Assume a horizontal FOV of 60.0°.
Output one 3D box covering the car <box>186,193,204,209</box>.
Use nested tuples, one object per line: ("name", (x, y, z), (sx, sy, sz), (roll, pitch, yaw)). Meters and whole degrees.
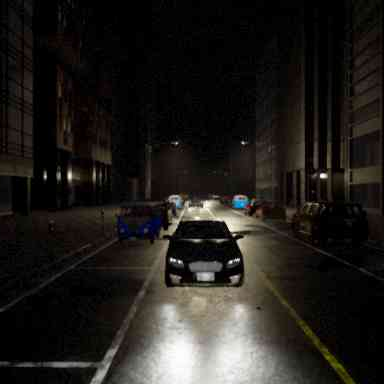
("car", (0.529, 1.372, 46.829), (2.097, 1.767, 4.553), (0, 0, 0))

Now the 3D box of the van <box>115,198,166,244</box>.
("van", (-2.350, 1.346, 15.427), (1.690, 1.788, 3.998), (0, 0, 0))

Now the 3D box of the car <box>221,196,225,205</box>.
("car", (6.321, 1.590, 54.670), (1.947, 1.339, 4.313), (0, 0, 0))

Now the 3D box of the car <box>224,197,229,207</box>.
("car", (6.300, 1.566, 49.061), (1.887, 1.381, 4.507), (0, 0, 0))

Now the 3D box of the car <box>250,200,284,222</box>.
("car", (6.217, 1.555, 26.624), (1.887, 1.381, 4.507), (0, 0, 0))

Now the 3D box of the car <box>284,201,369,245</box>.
("car", (6.175, 1.320, 15.406), (2.192, 1.841, 5.009), (0, 0, 0))

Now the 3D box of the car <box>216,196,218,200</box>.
("car", (6.363, 1.557, 66.058), (1.752, 1.417, 4.829), (0, 0, 0))

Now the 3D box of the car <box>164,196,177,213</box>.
("car", (-2.329, 1.322, 21.037), (2.192, 1.841, 5.009), (0, 0, 0))

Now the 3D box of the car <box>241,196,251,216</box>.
("car", (6.238, 1.453, 32.233), (1.967, 1.590, 4.097), (0, 0, 0))

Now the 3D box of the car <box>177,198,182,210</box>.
("car", (-2.288, 1.563, 32.256), (2.008, 1.369, 4.403), (0, 0, 0))

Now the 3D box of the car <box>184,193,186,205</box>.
("car", (-2.204, 1.464, 54.694), (1.967, 1.590, 4.097), (0, 0, 0))

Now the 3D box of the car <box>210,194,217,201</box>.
("car", (6.445, 1.615, 88.323), (2.008, 1.369, 4.403), (0, 0, 0))

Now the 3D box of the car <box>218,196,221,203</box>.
("car", (6.342, 1.553, 60.449), (1.752, 1.417, 4.829), (0, 0, 0))

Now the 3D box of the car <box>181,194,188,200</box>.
("car", (-2.059, 1.512, 93.960), (1.967, 1.590, 4.097), (0, 0, 0))

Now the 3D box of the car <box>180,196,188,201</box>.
("car", (-2.080, 1.630, 88.350), (1.947, 1.339, 4.313), (0, 0, 0))

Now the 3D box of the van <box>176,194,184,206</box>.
("van", (-2.246, 1.359, 43.475), (1.690, 1.788, 3.998), (0, 0, 0))

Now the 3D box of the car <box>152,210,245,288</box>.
("car", (0.290, 1.494, 9.362), (2.128, 1.511, 4.902), (0, 0, 0))

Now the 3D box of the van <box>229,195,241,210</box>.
("van", (6.279, 1.360, 43.451), (1.690, 1.788, 3.998), (0, 0, 0))

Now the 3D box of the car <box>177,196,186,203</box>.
("car", (-2.143, 1.563, 71.351), (1.752, 1.417, 4.829), (0, 0, 0))
